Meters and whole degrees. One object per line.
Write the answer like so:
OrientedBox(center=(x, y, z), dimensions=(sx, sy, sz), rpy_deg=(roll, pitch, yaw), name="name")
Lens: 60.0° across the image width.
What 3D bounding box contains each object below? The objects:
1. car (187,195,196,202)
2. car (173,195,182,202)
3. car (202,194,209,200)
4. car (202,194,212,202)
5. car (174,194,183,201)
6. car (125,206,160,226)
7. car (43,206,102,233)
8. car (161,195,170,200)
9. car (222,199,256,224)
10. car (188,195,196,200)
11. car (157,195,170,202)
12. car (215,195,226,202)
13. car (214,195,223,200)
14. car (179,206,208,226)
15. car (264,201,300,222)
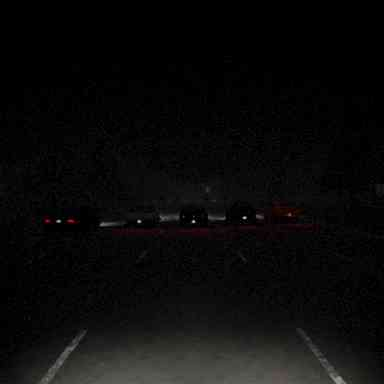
OrientedBox(center=(0.013, 1.570, 78.155), dimensions=(1.812, 1.442, 4.674), rpy_deg=(0, 0, 0), name="car")
OrientedBox(center=(-3.487, 1.640, 77.769), dimensions=(1.895, 1.301, 4.718), rpy_deg=(0, 0, 0), name="car")
OrientedBox(center=(3.515, 1.390, 86.908), dimensions=(1.837, 1.490, 4.892), rpy_deg=(0, 0, 0), name="car")
OrientedBox(center=(3.513, 1.640, 77.768), dimensions=(1.895, 1.301, 4.718), rpy_deg=(0, 0, 0), name="car")
OrientedBox(center=(-3.485, 1.415, 86.910), dimensions=(2.128, 1.511, 4.902), rpy_deg=(0, 0, 0), name="car")
OrientedBox(center=(-3.396, 1.616, 23.677), dimensions=(1.895, 1.301, 4.718), rpy_deg=(0, 0, 0), name="car")
OrientedBox(center=(-6.896, 1.560, 19.716), dimensions=(2.033, 1.411, 5.357), rpy_deg=(0, 0, 0), name="car")
OrientedBox(center=(-6.985, 1.442, 86.910), dimensions=(1.994, 1.385, 4.181), rpy_deg=(0, 0, 0), name="car")
OrientedBox(center=(3.603, 1.521, 25.209), dimensions=(1.837, 1.490, 4.892), rpy_deg=(0, 0, 0), name="car")
OrientedBox(center=(0.015, 1.485, 86.939), dimensions=(1.895, 1.301, 4.718), rpy_deg=(0, 0, 0), name="car")
OrientedBox(center=(-6.987, 1.402, 78.510), dimensions=(2.097, 1.767, 4.553), rpy_deg=(0, 0, 0), name="car")
OrientedBox(center=(7.013, 1.585, 77.738), dimensions=(2.033, 1.411, 5.357), rpy_deg=(0, 0, 0), name="car")
OrientedBox(center=(7.015, 1.442, 86.908), dimensions=(1.994, 1.385, 4.181), rpy_deg=(0, 0, 0), name="car")
OrientedBox(center=(0.105, 1.616, 23.677), dimensions=(1.895, 1.301, 4.718), rpy_deg=(0, 0, 0), name="car")
OrientedBox(center=(7.106, 1.495, 26.735), dimensions=(1.882, 1.535, 5.008), rpy_deg=(0, 0, 0), name="car")
